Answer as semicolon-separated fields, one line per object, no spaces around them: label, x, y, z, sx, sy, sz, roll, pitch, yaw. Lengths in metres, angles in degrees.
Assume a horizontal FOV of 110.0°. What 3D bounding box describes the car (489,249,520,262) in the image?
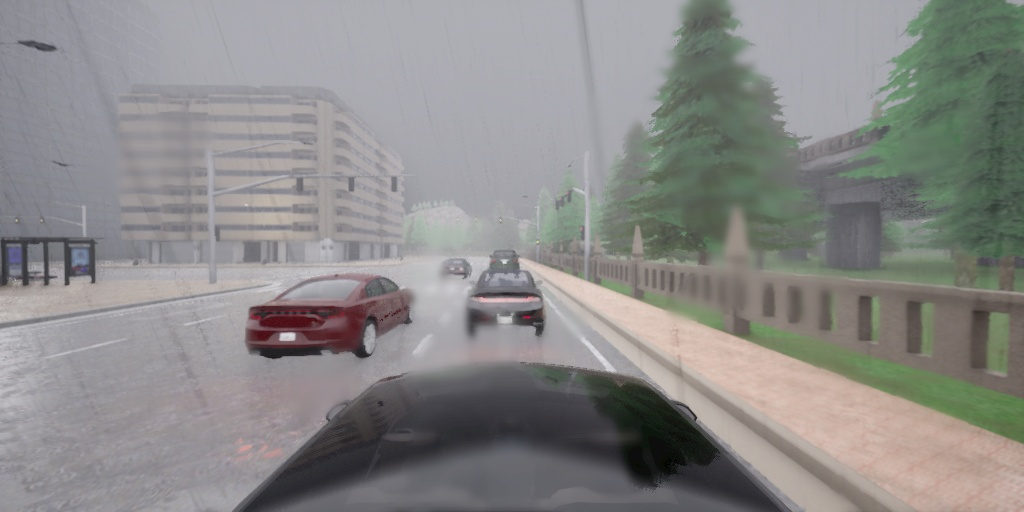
car;-0.569;0.505;27.855;2.150;2.045;5.566;0;1;-2

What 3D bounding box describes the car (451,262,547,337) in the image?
car;-0.159;1.096;9.804;2.128;1.511;4.902;0;1;-1

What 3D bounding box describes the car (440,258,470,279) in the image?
car;-4.028;0.869;26.383;2.033;1.411;5.357;0;1;-2

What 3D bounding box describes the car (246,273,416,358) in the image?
car;-3.621;1.123;8.232;1.882;1.535;5.008;0;1;0
